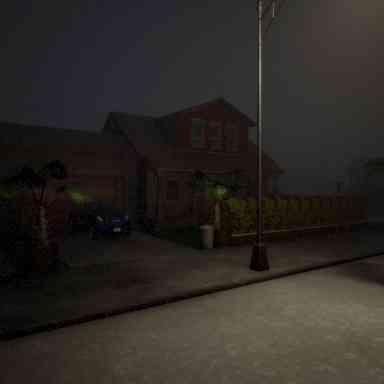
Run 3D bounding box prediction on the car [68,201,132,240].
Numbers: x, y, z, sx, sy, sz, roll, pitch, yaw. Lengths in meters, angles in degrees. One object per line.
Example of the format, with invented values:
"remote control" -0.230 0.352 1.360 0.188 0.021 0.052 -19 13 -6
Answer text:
"car" -4.076 1.174 14.562 1.845 1.501 3.633 0 0 -38
